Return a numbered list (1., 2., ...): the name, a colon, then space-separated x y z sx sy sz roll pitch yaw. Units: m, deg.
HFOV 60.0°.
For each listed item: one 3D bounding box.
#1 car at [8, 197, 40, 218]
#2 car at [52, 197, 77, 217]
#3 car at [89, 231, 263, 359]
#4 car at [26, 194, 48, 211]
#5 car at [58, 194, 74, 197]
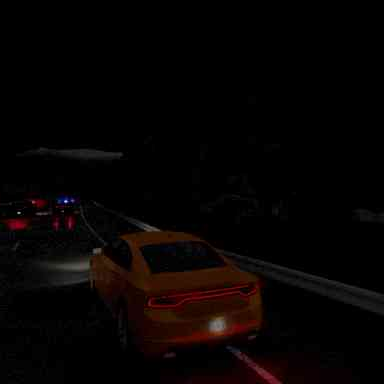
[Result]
1. car: -15.288 1.505 30.091 1.837 1.490 4.892 0 0 -20
2. car: -12.119 1.491 31.495 2.128 1.511 4.902 0 0 -19
3. car: -0.725 1.478 6.312 1.882 1.535 5.008 0 0 -25
4. car: -18.746 1.221 39.970 2.150 2.045 5.566 0 0 -19
5. car: -15.587 1.221 41.377 2.150 2.045 5.566 0 0 -19
